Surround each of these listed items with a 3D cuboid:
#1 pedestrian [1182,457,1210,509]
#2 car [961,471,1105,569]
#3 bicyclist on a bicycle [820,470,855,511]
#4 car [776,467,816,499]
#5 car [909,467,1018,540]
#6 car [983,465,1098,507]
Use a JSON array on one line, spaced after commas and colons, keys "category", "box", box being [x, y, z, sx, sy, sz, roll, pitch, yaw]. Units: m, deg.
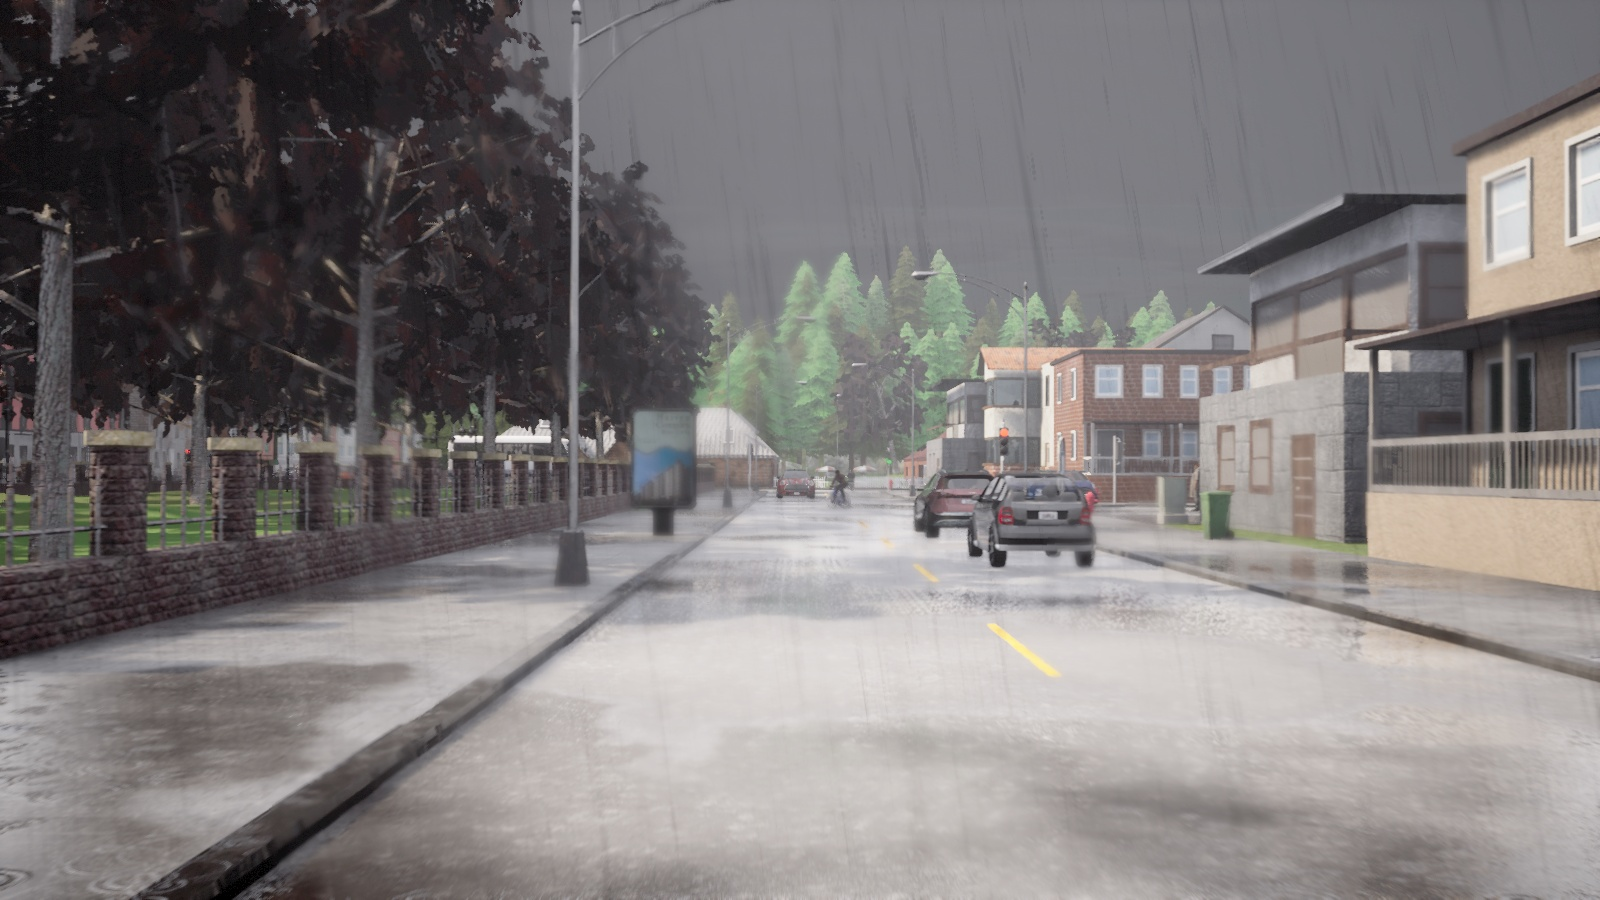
[{"category": "pedestrian", "box": [15.051, 1.263, 47.692, 0.873, 1.952, 0.659, -1, -1, 30]}, {"category": "car", "box": [3.947, 1.143, 21.852, 1.789, 1.549, 3.705, 0, -1, 0]}, {"category": "bicyclist on a bicycle", "box": [1.516, 1.602, 50.169, 0.582, 1.620, 1.656, 1, 0, 34]}, {"category": "car", "box": [-0.255, 1.889, 72.539, 2.097, 1.767, 4.553, 0, -1, -3]}, {"category": "car", "box": [3.922, 1.247, 30.909, 2.033, 1.649, 4.856, 0, -1, 0]}, {"category": "car", "box": [10.394, 1.543, 54.454, 4.553, 1.767, 2.097, 0, -1, -1]}]
